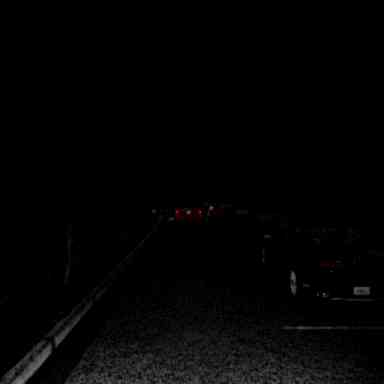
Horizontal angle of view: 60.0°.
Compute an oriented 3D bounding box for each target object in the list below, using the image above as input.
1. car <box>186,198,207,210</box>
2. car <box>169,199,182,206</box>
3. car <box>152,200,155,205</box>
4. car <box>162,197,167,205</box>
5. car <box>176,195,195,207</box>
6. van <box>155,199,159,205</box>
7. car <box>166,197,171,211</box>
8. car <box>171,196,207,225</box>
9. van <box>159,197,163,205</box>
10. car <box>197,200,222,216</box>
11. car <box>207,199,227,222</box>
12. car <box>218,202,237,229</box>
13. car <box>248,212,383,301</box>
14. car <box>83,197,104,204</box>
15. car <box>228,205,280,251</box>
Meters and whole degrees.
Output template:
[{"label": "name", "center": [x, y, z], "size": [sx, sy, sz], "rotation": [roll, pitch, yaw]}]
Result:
[{"label": "car", "center": [0.539, 1.695, 46.982], "size": [2.231, 1.521, 4.892], "rotation": [0, 0, -7]}, {"label": "car", "center": [-3.458, 2.086, 68.902], "size": [2.002, 1.452, 4.674], "rotation": [0, -1, -12]}, {"label": "car", "center": [-9.146, 2.775, 90.356], "size": [2.163, 1.488, 4.792], "rotation": [0, -2, -16]}, {"label": "car", "center": [-4.727, 2.229, 74.295], "size": [2.002, 1.452, 4.674], "rotation": [0, -2, -14]}, {"label": "car", "center": [-1.238, 1.575, 58.089], "size": [2.435, 2.045, 5.566], "rotation": [0, -1, -10]}, {"label": "van", "center": [-7.592, 2.320, 85.135], "size": [1.878, 1.987, 4.442], "rotation": [0, -2, -15]}, {"label": "car", "center": [-1.920, 1.663, 42.817], "size": [1.882, 1.535, 5.008], "rotation": [0, 0, -7]}, {"label": "car", "center": [-0.339, 1.424, 24.837], "size": [2.097, 1.767, 4.553], "rotation": [0, -1, -3]}, {"label": "van", "center": [-6.109, 2.133, 79.802], "size": [1.878, 1.987, 4.442], "rotation": [0, -2, -14]}, {"label": "car", "center": [1.807, 1.654, 36.116], "size": [2.163, 1.488, 4.792], "rotation": [0, 0, -5]}, {"label": "car", "center": [2.302, 1.463, 30.410], "size": [2.185, 1.767, 4.553], "rotation": [0, 0, -4]}, {"label": "car", "center": [2.879, 1.560, 19.352], "size": [2.002, 1.452, 4.674], "rotation": [0, 0, -1]}, {"label": "car", "center": [2.998, 1.479, 8.286], "size": [2.231, 1.521, 4.892], "rotation": [0, 0, 0]}, {"label": "car", "center": [-22.065, 2.081, 75.613], "size": [5.566, 2.045, 2.435], "rotation": [0, -2, -15]}, {"label": "car", "center": [2.991, 1.491, 13.805], "size": [2.231, 1.521, 4.892], "rotation": [0, 0, 0]}]
